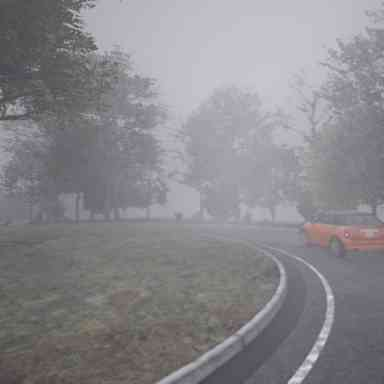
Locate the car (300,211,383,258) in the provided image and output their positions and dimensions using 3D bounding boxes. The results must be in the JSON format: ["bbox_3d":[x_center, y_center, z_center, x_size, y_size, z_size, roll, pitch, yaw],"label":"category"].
[{"bbox_3d":[6.252,1.592,14.024,2.097,1.767,4.553,-1,-1,-3],"label":"car"}]
